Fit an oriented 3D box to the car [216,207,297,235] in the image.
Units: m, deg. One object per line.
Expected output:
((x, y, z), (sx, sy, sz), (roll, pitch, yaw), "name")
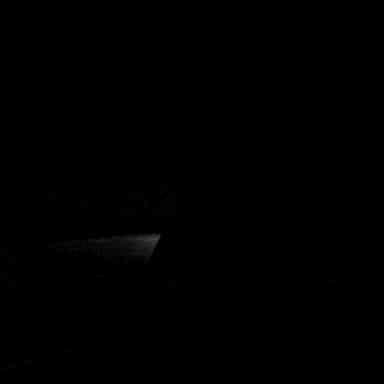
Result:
((3.817, 1.595, 19.470), (4.718, 1.301, 1.895), (0, 0, -35), "car")

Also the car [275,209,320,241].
((3.987, 1.562, 15.321), (4.181, 1.385, 1.994), (0, 0, -35), "car")
